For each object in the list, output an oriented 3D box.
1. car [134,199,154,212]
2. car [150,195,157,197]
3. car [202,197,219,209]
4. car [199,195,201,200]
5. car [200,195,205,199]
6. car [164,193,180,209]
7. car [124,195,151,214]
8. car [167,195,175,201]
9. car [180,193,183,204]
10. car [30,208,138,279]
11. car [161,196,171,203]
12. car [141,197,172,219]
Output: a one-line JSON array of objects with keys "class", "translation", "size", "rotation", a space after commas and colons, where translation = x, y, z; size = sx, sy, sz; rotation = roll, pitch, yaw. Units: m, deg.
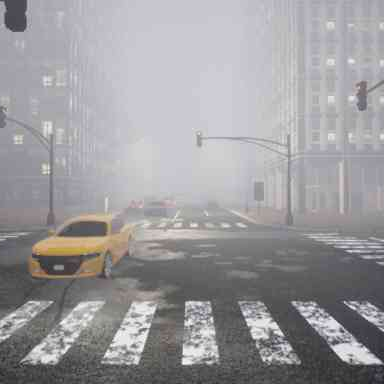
[{"class": "car", "translation": [-5.642, 1.597, 39.400], "size": [1.802, 1.307, 4.206], "rotation": [1, 0, 0]}, {"class": "car", "translation": [-5.632, 1.332, 44.976], "size": [2.192, 1.841, 5.009], "rotation": [1, 0, 0]}, {"class": "car", "translation": [2.743, 1.599, 45.030], "size": [1.802, 1.307, 4.206], "rotation": [1, 0, 0]}, {"class": "car", "translation": [2.759, 1.589, 61.763], "size": [1.947, 1.339, 4.313], "rotation": [1, 0, 0]}, {"class": "car", "translation": [2.755, 1.547, 56.356], "size": [1.752, 1.417, 4.829], "rotation": [1, 0, 0]}, {"class": "car", "translation": [-3.060, 1.367, 44.485], "size": [2.097, 1.767, 4.553], "rotation": [0, 0, 0]}, {"class": "car", "translation": [-5.644, 1.453, 33.825], "size": [1.967, 1.590, 4.097], "rotation": [1, 0, 0]}, {"class": "car", "translation": [-5.596, 1.586, 89.577], "size": [2.008, 1.369, 4.403], "rotation": [1, 0, 0]}, {"class": "car", "translation": [-2.945, 1.230, 64.719], "size": [2.150, 2.045, 5.566], "rotation": [0, 0, 0]}, {"class": "car", "translation": [-3.091, 1.481, 10.227], "size": [1.882, 1.535, 5.008], "rotation": [0, 0, 0]}, {"class": "car", "translation": [-5.611, 1.573, 72.851], "size": [1.887, 1.381, 4.507], "rotation": [1, 0, 0]}, {"class": "car", "translation": [-3.072, 1.488, 29.698], "size": [1.882, 1.535, 5.008], "rotation": [0, 0, 0]}]
